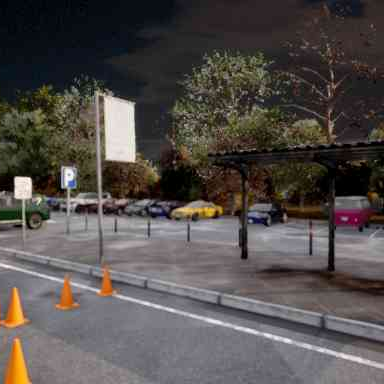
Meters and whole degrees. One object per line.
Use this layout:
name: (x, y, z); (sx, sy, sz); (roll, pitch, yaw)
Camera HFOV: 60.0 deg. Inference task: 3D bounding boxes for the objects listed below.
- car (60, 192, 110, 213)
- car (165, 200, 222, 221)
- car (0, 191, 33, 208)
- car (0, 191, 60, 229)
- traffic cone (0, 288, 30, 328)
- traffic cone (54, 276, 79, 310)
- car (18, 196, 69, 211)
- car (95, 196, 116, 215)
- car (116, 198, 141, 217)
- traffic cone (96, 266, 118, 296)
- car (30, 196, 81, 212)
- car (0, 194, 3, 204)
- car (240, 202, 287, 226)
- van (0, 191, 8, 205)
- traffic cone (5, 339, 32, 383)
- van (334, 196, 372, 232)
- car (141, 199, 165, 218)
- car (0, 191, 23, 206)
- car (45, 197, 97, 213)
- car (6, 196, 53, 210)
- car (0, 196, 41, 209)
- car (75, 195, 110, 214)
car: (-10.801, 1.075, 34.531); (2.435, 2.045, 5.566); (0, 0, 35)
car: (0.480, 1.408, 26.450); (1.946, 1.575, 5.366); (0, 0, 35)
car: (-24.452, 0.933, 44.077); (2.435, 2.045, 5.566); (1, 0, 35)
car: (-10.760, 1.128, 18.542); (2.435, 2.045, 5.566); (0, 0, 35)
traffic cone: (-3.021, 1.931, 5.677); (0.340, 0.580, 0.340); (0, 0, 35)
traffic cone: (-2.448, 1.932, 6.495); (0.340, 0.580, 0.340); (0, 0, 35)
car: (-17.506, 1.266, 39.480); (1.946, 1.575, 5.366); (1, 0, 35)
car: (-6.234, 1.360, 31.378); (2.097, 1.535, 5.008); (0, 0, 35)
car: (-3.958, 1.378, 29.788); (2.231, 1.521, 4.892); (0, 0, 35)
traffic cone: (-1.875, 1.932, 7.312); (0.340, 0.580, 0.340); (0, 0, 35)
car: (-15.339, 1.290, 37.733); (2.097, 1.535, 5.008); (1, 0, 35)
car: (-31.155, 1.071, 49.027); (1.946, 1.575, 5.366); (1, 1, 35)
car: (5.119, 1.474, 23.396); (2.163, 1.488, 4.792); (0, 0, 35)
van: (-28.919, 0.886, 47.379); (1.878, 1.987, 4.442); (1, 1, 35)
traffic cone: (-1.957, 1.941, 3.711); (0.340, 0.580, 0.340); (0, 0, 35)
van: (9.752, 1.252, 20.334); (1.878, 1.987, 4.442); (0, 0, 35)
car: (-1.671, 1.423, 28.216); (2.163, 1.488, 4.792); (0, 0, 35)
car: (-26.694, 0.899, 45.715); (2.435, 2.045, 5.566); (1, 1, 35)
car: (-13.063, 1.311, 36.140); (2.231, 1.521, 4.892); (0, 0, 35)
car: (-19.900, 1.276, 40.893); (2.163, 1.488, 4.792); (1, 0, 35)
car: (-22.148, 1.246, 42.536); (2.163, 1.488, 4.792); (1, 0, 35)
car: (-8.508, 1.343, 32.968); (2.097, 1.535, 5.008); (0, 0, 35)
